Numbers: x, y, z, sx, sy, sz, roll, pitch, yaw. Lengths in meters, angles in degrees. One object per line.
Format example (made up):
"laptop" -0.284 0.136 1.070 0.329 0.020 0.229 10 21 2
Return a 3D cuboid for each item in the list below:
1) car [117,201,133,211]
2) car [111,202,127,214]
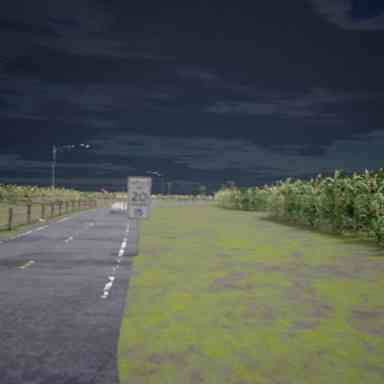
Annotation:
"car" -10.574 2.169 52.851 1.895 1.301 4.718 2 -1 -3
"car" -9.351 1.969 42.756 1.812 1.442 4.674 2 -1 -7
